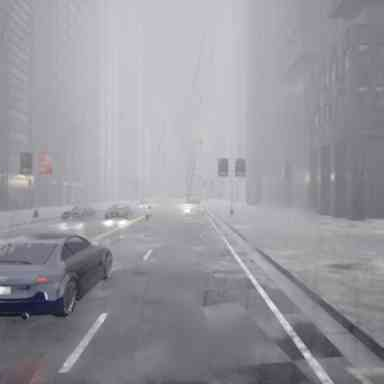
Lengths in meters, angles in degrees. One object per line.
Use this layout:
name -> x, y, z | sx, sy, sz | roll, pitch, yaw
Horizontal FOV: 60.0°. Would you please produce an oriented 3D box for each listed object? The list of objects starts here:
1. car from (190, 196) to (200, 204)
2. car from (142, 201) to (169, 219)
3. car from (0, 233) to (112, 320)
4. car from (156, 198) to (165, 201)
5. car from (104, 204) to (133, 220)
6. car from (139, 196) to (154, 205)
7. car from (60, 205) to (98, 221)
car -> 0.970, 2.091, 81.089 | 1.882, 1.535, 5.008 | 0, 0, 0
car -> -3.213, 1.834, 31.304 | 1.895, 1.301, 4.718 | 0, 0, 0
car -> -3.181, 1.621, 7.544 | 1.994, 1.385, 4.181 | 0, 0, 0
car -> -6.646, 2.053, 70.731 | 2.128, 1.511, 4.902 | 0, 0, 0
car -> -6.658, 1.791, 30.496 | 1.994, 1.385, 4.181 | 0, 0, 0
car -> -9.894, 2.047, 69.891 | 2.128, 1.511, 4.902 | 0, 0, 0
car -> -9.907, 1.820, 29.441 | 1.895, 1.301, 4.718 | 0, 0, 0
